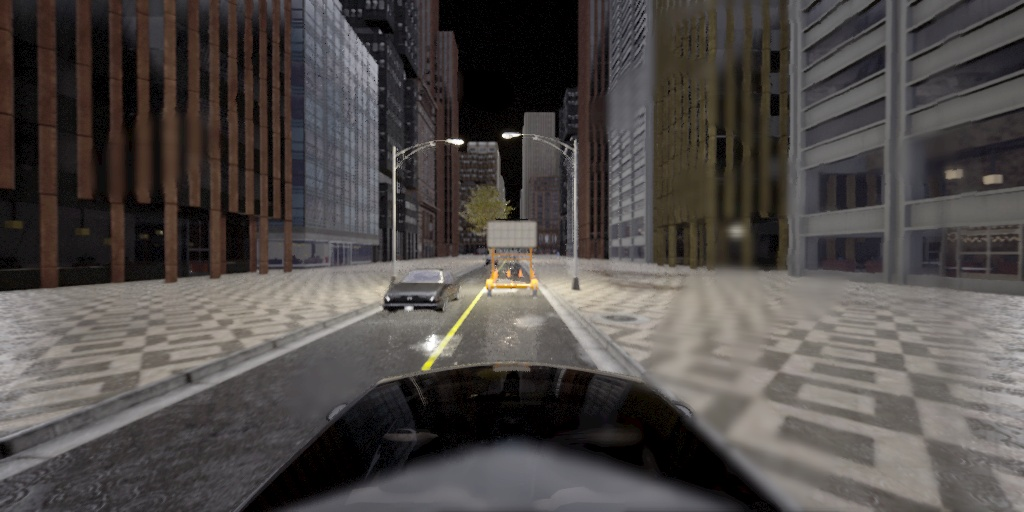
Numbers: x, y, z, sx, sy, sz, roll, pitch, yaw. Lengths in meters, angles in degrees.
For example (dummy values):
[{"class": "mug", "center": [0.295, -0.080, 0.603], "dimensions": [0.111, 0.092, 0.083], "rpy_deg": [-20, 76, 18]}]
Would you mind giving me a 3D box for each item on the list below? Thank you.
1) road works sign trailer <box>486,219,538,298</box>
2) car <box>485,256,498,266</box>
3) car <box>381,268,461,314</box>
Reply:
[{"class": "road works sign trailer", "center": [0.000, 0.043, 17.017], "dimensions": [2.380, 3.560, 2.880], "rpy_deg": [0, 0, 0]}, {"class": "car", "center": [-3.055, 0.711, 54.737], "dimensions": [2.033, 1.411, 5.357], "rpy_deg": [0, 1, 1]}, {"class": "car", "center": [-3.101, 1.165, 13.457], "dimensions": [2.033, 1.411, 5.357], "rpy_deg": [0, 1, 0]}]
